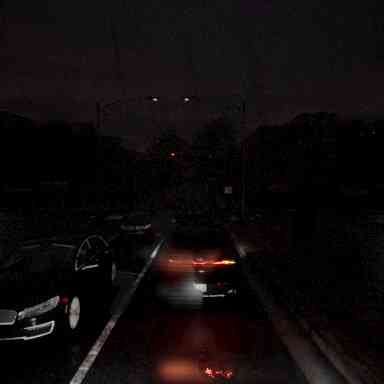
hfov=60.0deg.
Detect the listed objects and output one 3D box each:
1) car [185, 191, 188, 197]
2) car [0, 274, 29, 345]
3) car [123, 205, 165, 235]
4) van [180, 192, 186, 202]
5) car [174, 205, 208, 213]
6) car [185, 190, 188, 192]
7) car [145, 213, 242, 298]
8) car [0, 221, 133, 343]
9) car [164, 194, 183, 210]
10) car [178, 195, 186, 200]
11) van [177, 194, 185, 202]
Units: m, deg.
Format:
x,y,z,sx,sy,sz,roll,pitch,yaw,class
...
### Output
x,y,z,sx,sy,sz,roll,pitch,yaw,class
-2.602,1.319,71.908,2.192,1.841,5.009,-1,0,0,car
-2.658,1.550,1.088,2.008,1.369,4.403,-2,0,0,car
-2.644,1.585,17.432,1.802,1.307,4.206,-2,0,0,car
-2.606,1.369,66.365,1.690,1.788,3.998,-1,0,0,van
0.145,1.604,18.621,1.895,1.301,4.718,0,0,1,car
-2.576,1.146,94.078,2.192,1.841,5.009,-1,1,0,car
0.110,1.503,8.490,1.837,1.490,4.892,0,0,0,car
-2.654,1.549,6.537,2.008,1.369,4.403,-2,0,0,car
-2.627,1.490,44.209,1.967,1.590,4.097,-2,0,0,car
-2.578,1.443,88.529,2.008,1.369,4.403,-1,0,0,car
-2.594,1.314,77.445,1.690,1.788,3.998,-1,0,0,van
